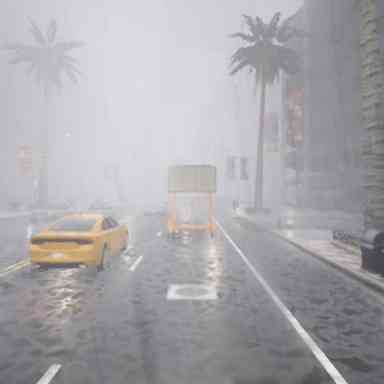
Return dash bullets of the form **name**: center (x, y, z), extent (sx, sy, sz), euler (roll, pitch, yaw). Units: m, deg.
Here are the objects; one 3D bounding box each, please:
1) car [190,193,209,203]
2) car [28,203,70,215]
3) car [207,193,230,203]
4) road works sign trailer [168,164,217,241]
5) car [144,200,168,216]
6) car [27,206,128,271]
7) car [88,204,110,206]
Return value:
- **car**: center (2.043, 1.086, 65.943), extent (2.150, 2.045, 5.566), euler (0, 0, 44)
- **car**: center (-10.553, 1.549, 25.290), extent (1.895, 1.301, 4.718), euler (0, 0, 0)
- **car**: center (5.489, 1.432, 64.320), extent (1.994, 1.385, 4.181), euler (0, 0, 45)
- **road works sign trailer**: center (0.016, 0.430, 16.597), extent (2.380, 3.560, 2.880), euler (0, 0, 0)
- **car**: center (-3.361, 1.462, 31.403), extent (1.812, 1.442, 4.674), euler (0, 0, 0)
- **car**: center (-3.389, 1.455, 10.899), extent (1.882, 1.535, 5.008), euler (0, 0, 0)
- **car**: center (-7.058, 1.550, 24.871), extent (1.895, 1.301, 4.718), euler (0, 0, 0)
